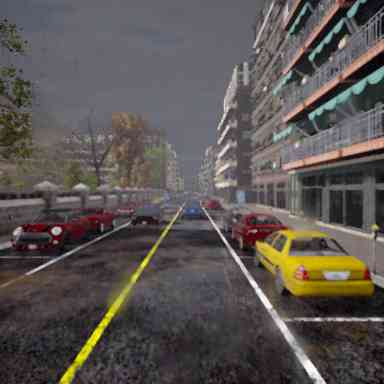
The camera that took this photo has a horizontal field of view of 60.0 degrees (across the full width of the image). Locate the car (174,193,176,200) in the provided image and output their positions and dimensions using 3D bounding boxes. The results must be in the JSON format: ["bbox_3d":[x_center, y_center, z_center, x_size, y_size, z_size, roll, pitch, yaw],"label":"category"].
[{"bbox_3d":[-5.630,1.279,80.298,2.192,1.841,5.009,0,0,0],"label":"car"}]

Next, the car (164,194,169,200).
[{"bbox_3d":[-5.647,1.518,58.157,2.008,1.369,4.403,0,0,0],"label":"car"}]

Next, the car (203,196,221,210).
[{"bbox_3d":[2.721,1.516,41.545,1.887,1.381,4.507,0,0,0],"label":"car"}]

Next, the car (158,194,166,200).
[{"bbox_3d":[-5.651,1.494,52.452,1.752,1.417,4.829,0,0,0],"label":"car"}]

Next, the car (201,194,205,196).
[{"bbox_3d":[2.734,1.532,58.151,1.947,1.339,4.313,0,0,0],"label":"car"}]

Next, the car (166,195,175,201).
[{"bbox_3d":[-5.624,1.514,85.833,2.008,1.369,4.403,0,0,0],"label":"car"}]

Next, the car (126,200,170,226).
[{"bbox_3d":[-2.981,1.533,23.512,2.033,1.411,5.357,0,0,0],"label":"car"}]

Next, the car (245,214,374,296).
[{"bbox_3d":[2.694,1.518,8.504,1.752,1.417,4.829,0,0,0],"label":"car"}]

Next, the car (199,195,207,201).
[{"bbox_3d":[2.756,1.528,85.827,1.947,1.339,4.313,0,0,0],"label":"car"}]

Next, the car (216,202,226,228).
[{"bbox_3d":[2.703,1.535,19.405,2.008,1.369,4.403,0,0,0],"label":"car"}]

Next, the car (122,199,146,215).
[{"bbox_3d":[-5.669,1.560,30.481,1.802,1.307,4.206,0,0,0],"label":"car"}]

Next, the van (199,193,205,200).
[{"bbox_3d":[2.760,1.303,91.362,1.690,1.788,3.998,0,0,0],"label":"van"}]

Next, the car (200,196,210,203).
[{"bbox_3d":[2.743,1.530,69.221,1.947,1.339,4.313,0,0,0],"label":"car"}]

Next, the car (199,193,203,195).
[{"bbox_3d":[2.738,1.405,63.686,1.967,1.590,4.097,0,0,0],"label":"car"}]

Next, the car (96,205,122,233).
[{"bbox_3d":[-5.678,1.530,19.411,1.887,1.381,4.507,0,0,0],"label":"car"}]

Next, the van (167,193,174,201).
[{"bbox_3d":[-5.634,1.305,74.762,1.690,1.788,3.998,0,0,0],"label":"van"}]

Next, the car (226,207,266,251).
[{"bbox_3d":[2.698,1.533,13.869,1.887,1.381,4.507,0,0,0],"label":"car"}]

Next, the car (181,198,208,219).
[{"bbox_3d":[0.036,1.526,28.972,2.033,1.411,5.357,0,0,0],"label":"car"}]

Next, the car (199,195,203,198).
[{"bbox_3d":[0.094,1.535,44.685,1.994,1.385,4.181,0,0,1],"label":"car"}]

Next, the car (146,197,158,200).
[{"bbox_3d":[-5.660,1.554,41.552,1.802,1.307,4.206,0,0,0],"label":"car"}]

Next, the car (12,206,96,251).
[{"bbox_3d":[-5.683,1.430,13.876,1.967,1.590,4.097,0,0,0],"label":"car"}]
